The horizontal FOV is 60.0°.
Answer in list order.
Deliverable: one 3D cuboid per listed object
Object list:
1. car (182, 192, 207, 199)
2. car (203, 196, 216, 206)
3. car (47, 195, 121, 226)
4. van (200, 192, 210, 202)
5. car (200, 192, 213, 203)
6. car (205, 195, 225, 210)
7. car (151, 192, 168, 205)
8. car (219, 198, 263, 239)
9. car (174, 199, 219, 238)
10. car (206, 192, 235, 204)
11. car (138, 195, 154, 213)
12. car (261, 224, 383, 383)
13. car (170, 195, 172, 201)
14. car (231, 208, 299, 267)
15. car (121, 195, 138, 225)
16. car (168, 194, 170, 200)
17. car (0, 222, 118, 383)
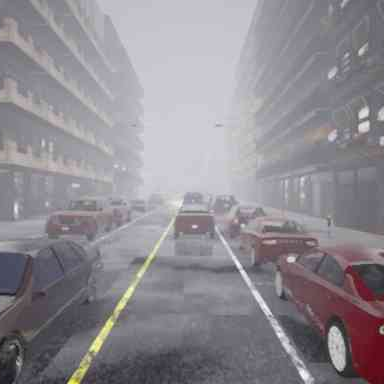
[{"bbox_3d":[0.125,0.976,35.390,2.150,2.045,5.566,0,0,0],"label":"car"},{"bbox_3d":[2.580,1.258,49.534,1.802,1.307,4.206,1,0,0],"label":"car"},{"bbox_3d":[-5.281,1.194,16.411,2.192,1.841,5.009,1,0,0],"label":"car"},{"bbox_3d":[2.595,0.942,66.127,1.690,1.788,3.998,1,0,0],"label":"van"},{"bbox_3d":[2.592,0.939,60.595,2.192,1.841,5.009,1,0,0],"label":"car"},{"bbox_3d":[2.576,1.177,38.471,1.967,1.590,4.097,1,0,0],"label":"car"},{"bbox_3d":[-5.260,0.991,49.593,2.192,1.841,5.009,1,0,0],"label":"car"},{"bbox_3d":[2.604,1.320,16.346,1.967,1.590,4.097,1,0,0],"label":"car"},{"bbox_3d":[0.112,1.352,17.018,1.882,1.535,5.008,0,0,0],"label":"car"},{"bbox_3d":[2.572,1.119,27.407,2.192,1.841,5.009,1,0,0],"label":"car"},{"bbox_3d":[-5.276,1.335,33.005,1.947,1.339,4.313,1,0,0],"label":"car"},{"bbox_3d":[2.587,1.504,5.285,1.887,1.381,4.507,1,0,0],"label":"car"},{"bbox_3d":[-5.253,1.161,71.719,1.802,1.307,4.206,1,0,0],"label":"car"},{"bbox_3d":[2.591,1.464,10.815,1.887,1.381,4.507,1,0,0],"label":"car"},{"bbox_3d":[-5.277,1.156,21.940,2.192,1.841,5.009,1,0,0],"label":"car"},{"bbox_3d":[-5.262,1.193,55.125,1.887,1.381,4.507,1,0,0],"label":"car"},{"bbox_3d":[-2.845,1.507,5.217,2.033,1.411,5.357,0,0,0],"label":"car"}]
